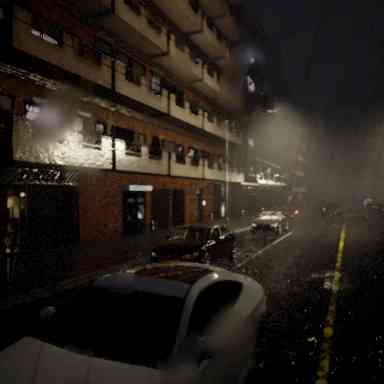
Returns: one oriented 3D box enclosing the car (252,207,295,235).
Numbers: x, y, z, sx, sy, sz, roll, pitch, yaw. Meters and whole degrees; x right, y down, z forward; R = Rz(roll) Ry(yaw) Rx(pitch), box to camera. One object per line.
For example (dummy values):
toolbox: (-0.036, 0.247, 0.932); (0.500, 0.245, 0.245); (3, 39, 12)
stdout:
car: (5.053, 1.902, 21.249); (2.008, 1.369, 4.403); (-1, -1, 25)

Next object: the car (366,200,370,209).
car: (29.442, 2.369, 53.250); (1.752, 1.417, 4.829); (-1, -1, 25)

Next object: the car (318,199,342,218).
car: (16.191, 1.972, 38.505); (2.097, 1.767, 4.553); (-1, -1, 25)

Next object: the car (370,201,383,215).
car: (24.583, 2.245, 42.966); (1.947, 1.339, 4.313); (-1, -1, 25)

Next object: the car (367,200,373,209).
car: (26.976, 2.311, 48.032); (2.008, 1.369, 4.403); (-1, -1, 25)

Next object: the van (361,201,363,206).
van: (38.938, 2.508, 73.359); (1.690, 1.788, 3.998); (-1, -1, 25)

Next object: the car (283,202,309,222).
car: (9.836, 1.827, 31.384); (2.192, 1.841, 5.009); (-1, -1, 25)

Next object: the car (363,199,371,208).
car: (34.154, 2.444, 63.228); (1.967, 1.590, 4.097); (-1, -1, 25)

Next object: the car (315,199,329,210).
car: (24.194, 2.313, 61.771); (2.192, 1.841, 5.009); (-1, -1, 25)

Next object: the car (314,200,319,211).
car: (21.804, 2.468, 56.701); (2.008, 1.369, 4.403); (-1, -1, 25)

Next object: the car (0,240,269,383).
car: (-0.446, 1.590, 3.526); (1.812, 1.442, 4.674); (-1, -1, 25)

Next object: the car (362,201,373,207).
car: (41.334, 2.799, 78.418); (2.008, 1.369, 4.403); (-1, -1, 25)

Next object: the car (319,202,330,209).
car: (26.591, 2.661, 66.829); (1.802, 1.307, 4.206); (-1, -1, 25)

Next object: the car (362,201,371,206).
car: (43.727, 2.875, 83.483); (1.887, 1.381, 4.507); (-1, -1, 25)

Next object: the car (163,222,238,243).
car: (0.267, 1.741, 11.120); (2.008, 1.369, 4.403); (-1, -1, 25)
